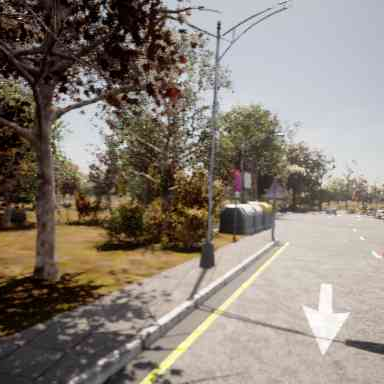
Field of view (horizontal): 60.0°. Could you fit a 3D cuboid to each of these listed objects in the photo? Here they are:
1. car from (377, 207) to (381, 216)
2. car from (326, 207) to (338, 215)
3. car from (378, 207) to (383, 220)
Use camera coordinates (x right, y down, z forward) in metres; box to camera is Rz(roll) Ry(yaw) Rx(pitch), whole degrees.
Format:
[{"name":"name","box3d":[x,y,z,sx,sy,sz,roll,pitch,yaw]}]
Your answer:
[{"name":"car","box3d":[31.186,3.350,50.399,5.566,2.045,2.435,4,-1,3]},{"name":"car","box3d":[26.784,3.560,63.845,2.128,1.511,4.902,2,-1,25]},{"name":"car","box3d":[28.638,3.399,44.855,5.366,1.575,1.946,4,0,3]}]
